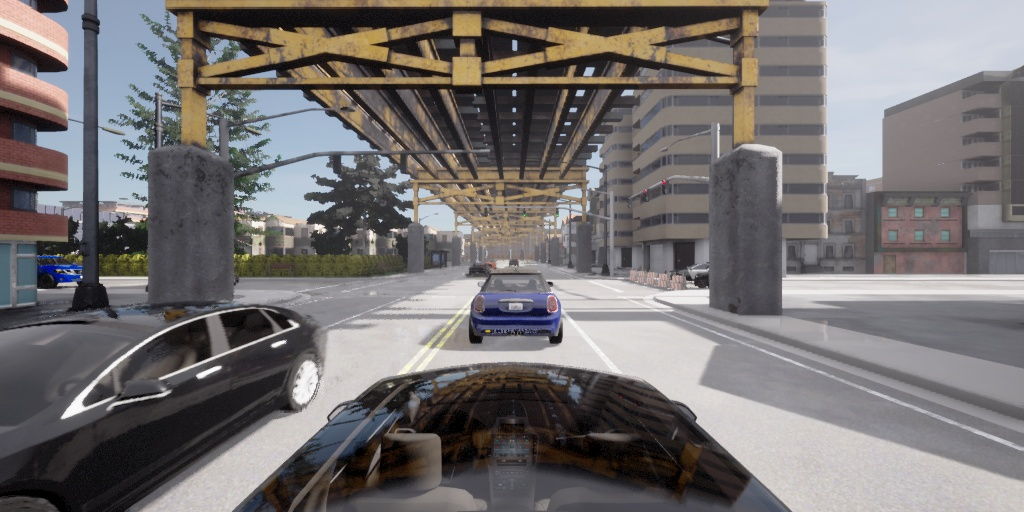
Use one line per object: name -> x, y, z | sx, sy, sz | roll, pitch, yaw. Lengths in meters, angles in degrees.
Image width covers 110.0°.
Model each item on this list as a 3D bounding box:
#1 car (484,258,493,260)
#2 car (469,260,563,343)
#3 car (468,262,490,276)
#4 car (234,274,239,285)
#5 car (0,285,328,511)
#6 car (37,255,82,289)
car -> -3.408, 1.105, 51.797 | 2.097, 1.767, 4.553 | 0, 0, 0
car -> 0.102, 1.102, 9.797 | 2.097, 1.767, 4.553 | 0, 0, 1
car -> -3.488, 1.351, 38.397 | 1.895, 1.301, 4.718 | 0, 0, 1
car -> -19.785, 1.276, 22.452 | 4.674, 1.442, 1.812 | 0, 0, 0
car -> -3.597, 1.255, 3.287 | 1.837, 1.490, 4.892 | 0, 0, 0
car -> -29.647, 0.971, 22.512 | 5.566, 2.045, 2.150 | 0, 0, 0
